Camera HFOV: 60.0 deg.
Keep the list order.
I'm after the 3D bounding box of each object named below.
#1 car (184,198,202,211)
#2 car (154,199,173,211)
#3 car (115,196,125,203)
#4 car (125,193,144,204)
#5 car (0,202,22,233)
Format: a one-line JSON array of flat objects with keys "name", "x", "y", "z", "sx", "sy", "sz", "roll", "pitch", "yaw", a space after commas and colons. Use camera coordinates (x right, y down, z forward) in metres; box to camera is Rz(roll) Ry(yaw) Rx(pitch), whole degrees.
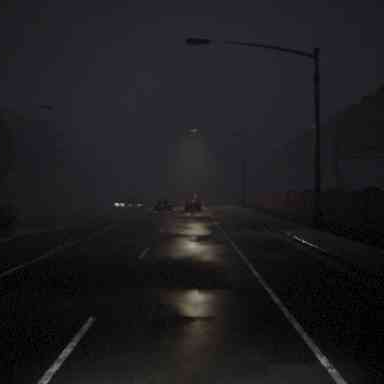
[{"name": "car", "x": 0.099, "y": 1.465, "z": 39.314, "sx": 2.128, "sy": 1.511, "sz": 4.902, "roll": 0, "pitch": 0, "yaw": 0}, {"name": "car", "x": -3.402, "y": 1.536, "z": 40.257, "sx": 1.994, "sy": 1.385, "sz": 4.181, "roll": 0, "pitch": 0, "yaw": 0}, {"name": "car", "x": -14.007, "y": 1.475, "z": 66.399, "sx": 2.128, "sy": 1.511, "sz": 4.902, "roll": 0, "pitch": 0, "yaw": 0}, {"name": "car", "x": -10.519, "y": 1.178, "z": 63.049, "sx": 2.150, "sy": 2.045, "sz": 5.566, "roll": 0, "pitch": 0, "yaw": 0}, {"name": "car", "x": -10.601, "y": 1.492, "z": 16.683, "sx": 1.837, "sy": 1.490, "sz": 4.892, "roll": 0, "pitch": 0, "yaw": 0}]
